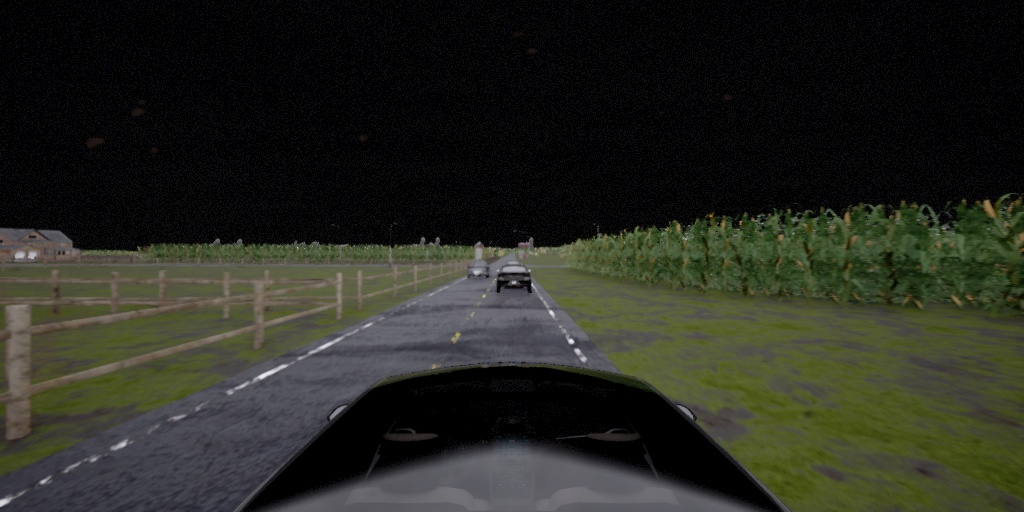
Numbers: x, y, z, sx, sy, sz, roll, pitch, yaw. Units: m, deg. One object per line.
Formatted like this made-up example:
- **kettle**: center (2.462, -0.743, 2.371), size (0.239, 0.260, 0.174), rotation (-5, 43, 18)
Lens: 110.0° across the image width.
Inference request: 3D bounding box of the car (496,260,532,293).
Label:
- **car**: center (0.108, 1.201, 20.746), size (1.882, 1.535, 5.008), rotation (0, 0, 0)

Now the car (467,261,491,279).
- **car**: center (-2.835, 1.195, 31.508), size (2.128, 1.511, 4.902), rotation (0, 0, 0)
